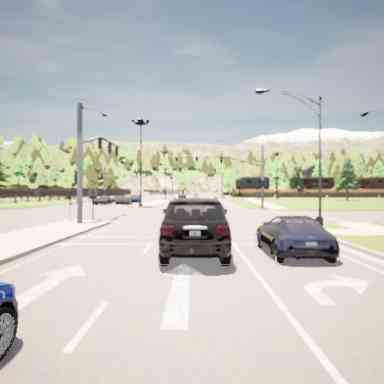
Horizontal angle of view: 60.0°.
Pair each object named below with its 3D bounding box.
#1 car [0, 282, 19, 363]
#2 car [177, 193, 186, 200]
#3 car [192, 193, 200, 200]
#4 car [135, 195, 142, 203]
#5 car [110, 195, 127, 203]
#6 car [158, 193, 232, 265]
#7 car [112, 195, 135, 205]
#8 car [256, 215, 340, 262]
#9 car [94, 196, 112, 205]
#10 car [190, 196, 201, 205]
[{"bbox_3d":[-3.400,1.469,2.753,1.882,1.535,5.008,0,0,0],"label":"car"},{"bbox_3d":[-2.484,1.130,79.966,2.128,1.511,4.902,0,0,1],"label":"car"},{"bbox_3d":[1.016,1.083,79.913,1.882,1.535,5.008,0,0,1],"label":"car"},{"bbox_3d":[-10.778,1.298,62.811,1.882,1.535,5.008,0,0,1],"label":"car"},{"bbox_3d":[-14.224,1.362,64.780,2.033,1.411,5.357,0,0,1],"label":"car"},{"bbox_3d":[0.105,1.190,11.634,2.150,2.045,5.566,0,0,0],"label":"car"},{"bbox_3d":[-10.978,1.410,53.849,1.994,1.385,4.181,0,0,1],"label":"car"},{"bbox_3d":[3.595,1.529,11.986,1.994,1.385,4.181,0,0,0],"label":"car"},{"bbox_3d":[-14.460,1.391,54.724,2.033,1.411,5.357,0,0,1],"label":"car"},{"bbox_3d":[0.615,1.370,54.486,1.812,1.442,4.674,0,0,1],"label":"car"}]
